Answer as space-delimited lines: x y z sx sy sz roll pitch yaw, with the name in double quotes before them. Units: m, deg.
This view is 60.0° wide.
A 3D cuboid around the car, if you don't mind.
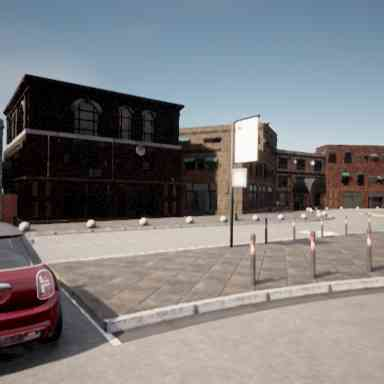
"car" -3.787 1.293 5.644 2.185 1.767 4.553 0 0 -36
